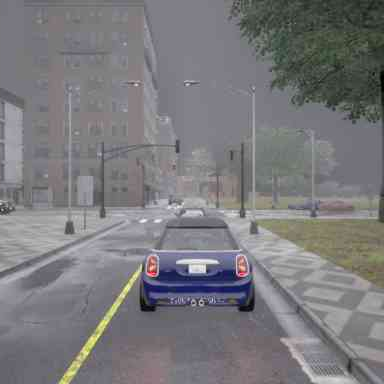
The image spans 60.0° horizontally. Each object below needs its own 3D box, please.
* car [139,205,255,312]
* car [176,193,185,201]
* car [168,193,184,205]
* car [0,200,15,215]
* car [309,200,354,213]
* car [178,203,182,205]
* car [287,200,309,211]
[{"bbox_3d":[0.093,1.355,7.885,2.097,1.767,4.553,0,0,0],"label":"car"},{"bbox_3d":[-2.965,1.249,89.199,2.150,2.045,5.566,0,0,0],"label":"car"},{"bbox_3d":[-2.958,1.302,57.905,2.150,2.045,5.566,0,0,0],"label":"car"},{"bbox_3d":[-19.645,1.189,31.119,5.566,2.045,2.150,0,-1,0],"label":"car"},{"bbox_3d":[16.108,1.627,37.919,4.181,1.385,1.994,0,-1,0],"label":"car"},{"bbox_3d":[0.017,1.537,17.558,1.812,1.442,4.674,0,0,1],"label":"car"},{"bbox_3d":[14.684,1.645,41.166,5.357,1.411,2.033,0,-1,0],"label":"car"}]
